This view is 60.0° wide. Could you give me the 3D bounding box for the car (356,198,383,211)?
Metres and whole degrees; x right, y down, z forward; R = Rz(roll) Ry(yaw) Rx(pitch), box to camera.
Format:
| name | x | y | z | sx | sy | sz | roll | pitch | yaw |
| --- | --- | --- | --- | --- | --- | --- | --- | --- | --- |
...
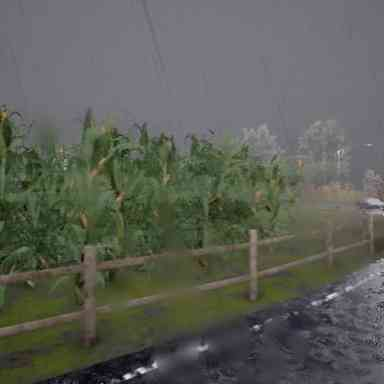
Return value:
| name | x | y | z | sx | sy | sz | roll | pitch | yaw |
| --- | --- | --- | --- | --- | --- | --- | --- | --- | --- |
| car | 21.050 | 1.425 | 39.128 | 2.033 | 1.411 | 5.357 | 0 | 0 | 7 |
